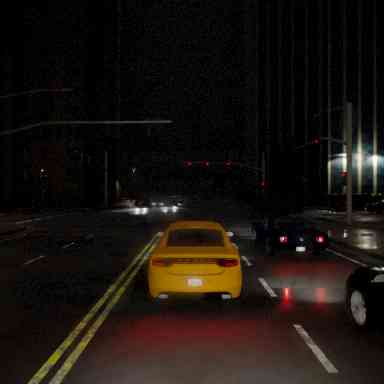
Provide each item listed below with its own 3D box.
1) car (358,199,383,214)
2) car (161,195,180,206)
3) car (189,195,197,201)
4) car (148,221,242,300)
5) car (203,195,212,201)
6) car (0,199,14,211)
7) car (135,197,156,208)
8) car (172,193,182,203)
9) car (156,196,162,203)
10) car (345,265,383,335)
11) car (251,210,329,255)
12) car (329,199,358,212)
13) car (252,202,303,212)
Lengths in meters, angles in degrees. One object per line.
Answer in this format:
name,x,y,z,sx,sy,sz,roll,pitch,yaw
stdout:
car,20.946,1.491,35.450,4.902,1.511,2.128,0,0,-1
car,-3.418,1.601,53.205,1.895,1.301,4.718,0,0,-1
car,0.225,1.367,80.170,1.994,1.385,4.181,0,0,0
car,0.078,1.478,8.475,1.882,1.535,5.008,0,0,1
car,3.724,1.429,79.621,1.837,1.490,4.892,0,0,0
car,-23.376,1.477,38.545,5.008,1.535,1.882,0,0,0
car,-7.205,1.491,49.495,2.128,1.511,4.902,0,0,3
car,-3.312,1.223,68.559,2.150,2.045,5.566,0,0,0
car,-6.811,1.506,68.746,1.837,1.490,4.892,0,0,0
car,3.611,1.505,3.963,1.837,1.490,4.892,0,0,0
car,3.618,1.601,13.234,1.895,1.301,4.718,0,0,0
car,19.031,1.547,38.933,5.357,1.411,2.033,0,0,0
car,8.244,1.601,32.093,4.718,1.301,1.895,0,0,16
